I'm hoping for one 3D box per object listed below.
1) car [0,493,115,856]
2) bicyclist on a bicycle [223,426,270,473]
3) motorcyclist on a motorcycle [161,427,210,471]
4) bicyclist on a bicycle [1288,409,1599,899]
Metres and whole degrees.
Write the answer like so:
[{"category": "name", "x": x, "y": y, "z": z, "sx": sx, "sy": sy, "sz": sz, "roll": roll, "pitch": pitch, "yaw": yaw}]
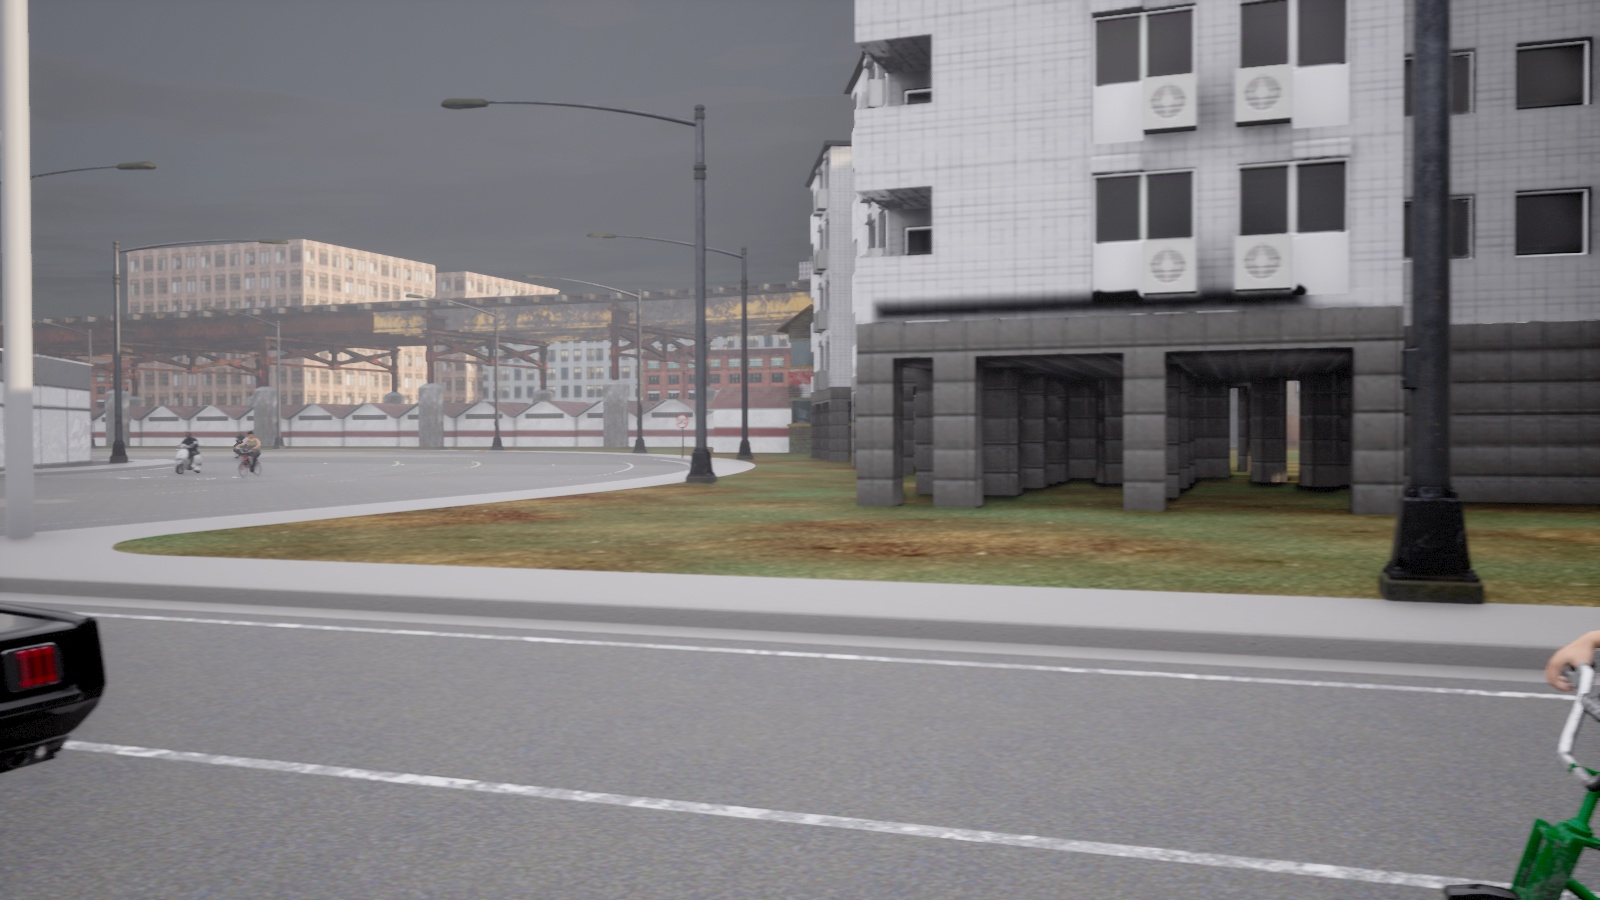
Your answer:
[{"category": "car", "x": -5.313, "y": 0.828, "z": 4.963, "sx": 4.718, "sy": 1.301, "sz": 1.895, "roll": 1, "pitch": 1, "yaw": 19}, {"category": "bicyclist on a bicycle", "x": -19.428, "y": -0.018, "z": 44.107, "sx": 0.866, "sy": 1.612, "sz": 1.509, "roll": 0, "pitch": 1, "yaw": 5}, {"category": "motorcyclist on a motorcycle", "x": -22.794, "y": -0.052, "z": 46.623, "sx": 0.866, "sy": 1.590, "sz": 1.817, "roll": 0, "pitch": 1, "yaw": 1}, {"category": "bicyclist on a bicycle", "x": 1.830, "y": 0.729, "z": 2.568, "sx": 1.509, "sy": 1.612, "sz": 0.866, "roll": 1, "pitch": 1, "yaw": 19}]
